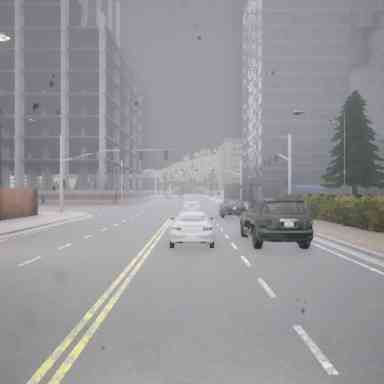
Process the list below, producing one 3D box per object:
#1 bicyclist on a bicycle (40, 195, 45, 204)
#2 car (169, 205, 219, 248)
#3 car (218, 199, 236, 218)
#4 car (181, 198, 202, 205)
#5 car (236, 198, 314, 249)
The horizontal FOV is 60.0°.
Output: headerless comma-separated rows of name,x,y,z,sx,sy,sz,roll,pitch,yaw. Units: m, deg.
bicyclist on a bicycle,-26.440,1.301,58.857,0.582,1.620,1.656,0,0,1
car,0.000,1.532,14.650,1.812,1.442,4.674,0,0,0
car,3.500,1.365,29.620,2.097,1.767,4.553,0,0,0
car,0.000,1.532,29.650,1.812,1.442,4.674,0,0,0
car,3.500,1.257,14.680,2.150,2.045,5.566,0,0,0
